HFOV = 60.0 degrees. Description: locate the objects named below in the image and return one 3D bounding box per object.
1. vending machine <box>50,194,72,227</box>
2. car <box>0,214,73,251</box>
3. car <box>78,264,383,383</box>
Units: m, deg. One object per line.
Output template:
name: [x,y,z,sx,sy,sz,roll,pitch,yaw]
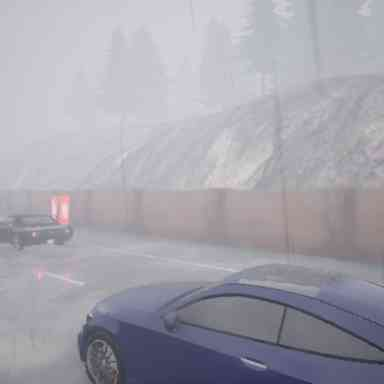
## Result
vending machine: [-8.784,1.205,22.287,0.880,2.100,1.100,0,0,43]
car: [-7.125,1.604,14.242,4.718,1.301,1.895,0,0,41]
car: [0.781,1.532,3.491,4.674,1.442,1.812,0,0,36]
